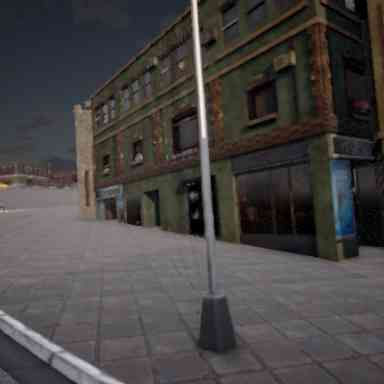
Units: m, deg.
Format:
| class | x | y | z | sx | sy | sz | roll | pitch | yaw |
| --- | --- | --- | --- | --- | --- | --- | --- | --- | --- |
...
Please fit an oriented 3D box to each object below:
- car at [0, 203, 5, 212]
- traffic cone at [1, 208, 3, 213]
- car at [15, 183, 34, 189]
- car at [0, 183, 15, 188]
| class | x | y | z | sx | sy | sz | roll | pitch | yaw |
| --- | --- | --- | --- | --- | --- | --- | --- | --- | --- |
| car | -27.395 | 2.089 | 45.221 | 1.837 | 1.490 | 4.892 | -4 | 0 | -1 |
| traffic cone | -22.682 | 2.234 | 39.626 | 0.340 | 0.580 | 0.340 | -3 | 0 | -15 |
| car | -42.768 | -1.284 | 82.881 | 2.185 | 1.767 | 4.553 | -5 | -4 | 22 |
| car | -44.882 | -1.310 | 77.776 | 2.097 | 1.535 | 5.008 | -5 | -4 | 24 |
